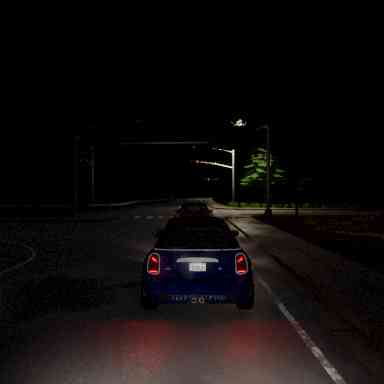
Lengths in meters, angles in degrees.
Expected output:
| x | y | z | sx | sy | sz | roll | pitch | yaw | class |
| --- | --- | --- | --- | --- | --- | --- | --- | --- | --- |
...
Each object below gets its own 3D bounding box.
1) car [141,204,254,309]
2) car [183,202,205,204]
| x | y | z | sx | sy | sz | roll | pitch | yaw | class |
| --- | --- | --- | --- | --- | --- | --- | --- | --- | --- |
| 0.100 | 1.347 | 8.020 | 2.097 | 1.767 | 4.553 | 0 | 0 | 0 | car |
| 0.102 | 1.338 | 18.141 | 2.097 | 1.767 | 4.553 | 0 | 0 | 0 | car |
